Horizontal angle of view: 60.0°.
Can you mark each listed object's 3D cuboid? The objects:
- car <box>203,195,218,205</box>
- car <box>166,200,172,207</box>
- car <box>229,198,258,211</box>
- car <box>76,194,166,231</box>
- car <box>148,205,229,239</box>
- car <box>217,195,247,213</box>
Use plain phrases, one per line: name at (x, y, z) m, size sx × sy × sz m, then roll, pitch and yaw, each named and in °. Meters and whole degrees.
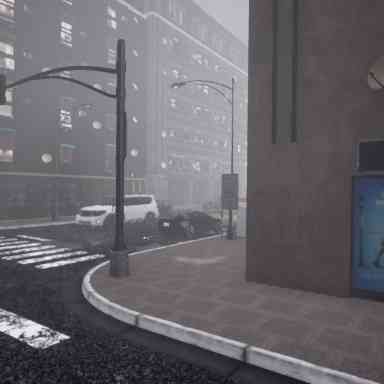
car at (3.141, 1.223, 35.954) m, size 2.192 × 1.841 × 5.009 m, roll 1°, pitch 1°, yaw 35°
car at (-3.280, 1.362, 26.807) m, size 1.967 × 1.590 × 4.097 m, roll 1°, pitch 1°, yaw 35°
car at (6.348, 1.483, 40.530) m, size 1.802 × 1.307 × 4.206 m, roll 1°, pitch 1°, yaw 35°
car at (-4.444, 1.182, 20.831) m, size 2.150 × 2.045 × 5.566 m, roll 1°, pitch 1°, yaw 35°
car at (-0.041, 1.599, 17.708) m, size 1.947 × 1.339 × 4.313 m, roll 1°, pitch 1°, yaw 35°
car at (4.918, 1.293, 34.189) m, size 2.097 × 1.767 × 4.553 m, roll 1°, pitch 1°, yaw 35°
